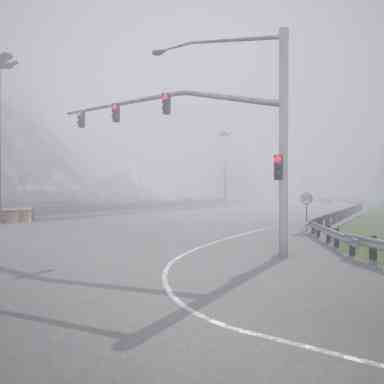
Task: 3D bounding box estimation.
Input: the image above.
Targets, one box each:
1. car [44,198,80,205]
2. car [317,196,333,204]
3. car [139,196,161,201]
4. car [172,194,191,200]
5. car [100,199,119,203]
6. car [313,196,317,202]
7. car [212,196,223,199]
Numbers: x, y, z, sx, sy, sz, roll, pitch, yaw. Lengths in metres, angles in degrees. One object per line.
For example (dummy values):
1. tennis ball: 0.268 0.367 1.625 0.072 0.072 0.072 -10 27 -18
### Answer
1. car: -18.254 1.518 46.683 1.895 1.301 4.718 0 0 32
2. car: 25.561 1.549 63.331 1.994 1.385 4.181 0 0 16
3. car: -8.022 1.468 63.635 2.033 1.411 5.357 0 0 26
4. car: -1.605 1.507 53.677 1.994 1.385 4.181 0 0 30
5. car: -10.155 1.540 39.857 1.895 1.301 4.718 0 0 32
6. car: 28.111 1.520 72.920 2.033 1.411 5.357 0 0 7
7. car: 5.300 1.543 68.341 1.895 1.301 4.718 0 0 19
